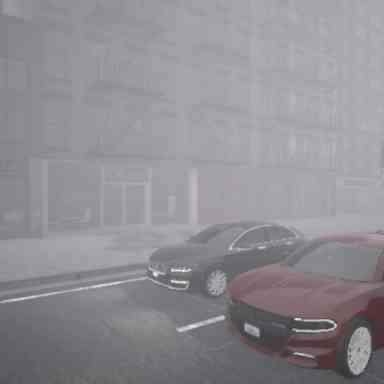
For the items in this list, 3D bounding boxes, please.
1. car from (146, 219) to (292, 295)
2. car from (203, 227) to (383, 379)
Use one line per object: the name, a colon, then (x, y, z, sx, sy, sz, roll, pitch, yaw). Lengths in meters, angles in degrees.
car: (1.195, 1.508, 8.530, 4.892, 1.490, 1.837, 0, 0, -35)
car: (2.794, 1.480, 5.679, 5.008, 1.535, 1.882, 0, 0, -36)
